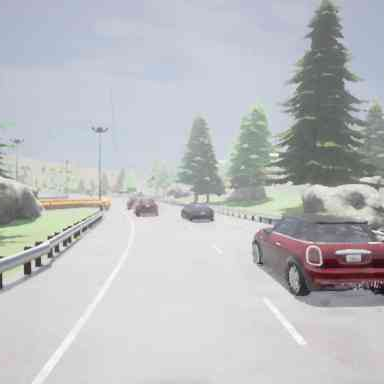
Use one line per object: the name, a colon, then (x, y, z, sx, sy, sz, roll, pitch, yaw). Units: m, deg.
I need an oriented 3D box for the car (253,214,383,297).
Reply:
car: (3.095, 1.349, 8.790, 2.097, 1.767, 4.553, 0, 0, -4)

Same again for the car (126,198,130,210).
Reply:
car: (-7.468, 1.488, 43.181, 1.837, 1.490, 4.892, 0, 0, -16)

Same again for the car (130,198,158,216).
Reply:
car: (-4.584, 1.340, 32.487, 2.097, 1.767, 4.553, 0, 0, -14)

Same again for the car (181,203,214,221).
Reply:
car: (0.368, 1.553, 26.840, 1.994, 1.385, 4.181, 0, 0, -13)
